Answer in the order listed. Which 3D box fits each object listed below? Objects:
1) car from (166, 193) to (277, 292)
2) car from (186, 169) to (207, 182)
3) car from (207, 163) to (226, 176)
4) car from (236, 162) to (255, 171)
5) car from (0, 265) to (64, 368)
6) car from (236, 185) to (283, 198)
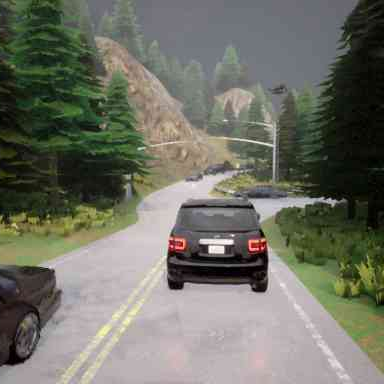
[{"bbox_3d":[0.706,1.173,8.984,2.150,2.045,5.566,0,0,5],"label":"car"},{"bbox_3d":[0.433,-2.529,55.239,1.994,1.385,4.181,2,10,19],"label":"car"},{"bbox_3d":[4.455,-4.336,63.771,2.150,2.045,5.566,3,10,36],"label":"car"},{"bbox_3d":[11.493,-5.592,70.921,4.553,1.767,2.097,-9,9,-36],"label":"car"},{"bbox_3d":[-3.121,1.525,3.086,2.033,1.411,5.357,0,0,3],"label":"car"},{"bbox_3d":[7.100,0.048,34.336,5.357,1.411,2.033,0,6,13],"label":"car"}]
